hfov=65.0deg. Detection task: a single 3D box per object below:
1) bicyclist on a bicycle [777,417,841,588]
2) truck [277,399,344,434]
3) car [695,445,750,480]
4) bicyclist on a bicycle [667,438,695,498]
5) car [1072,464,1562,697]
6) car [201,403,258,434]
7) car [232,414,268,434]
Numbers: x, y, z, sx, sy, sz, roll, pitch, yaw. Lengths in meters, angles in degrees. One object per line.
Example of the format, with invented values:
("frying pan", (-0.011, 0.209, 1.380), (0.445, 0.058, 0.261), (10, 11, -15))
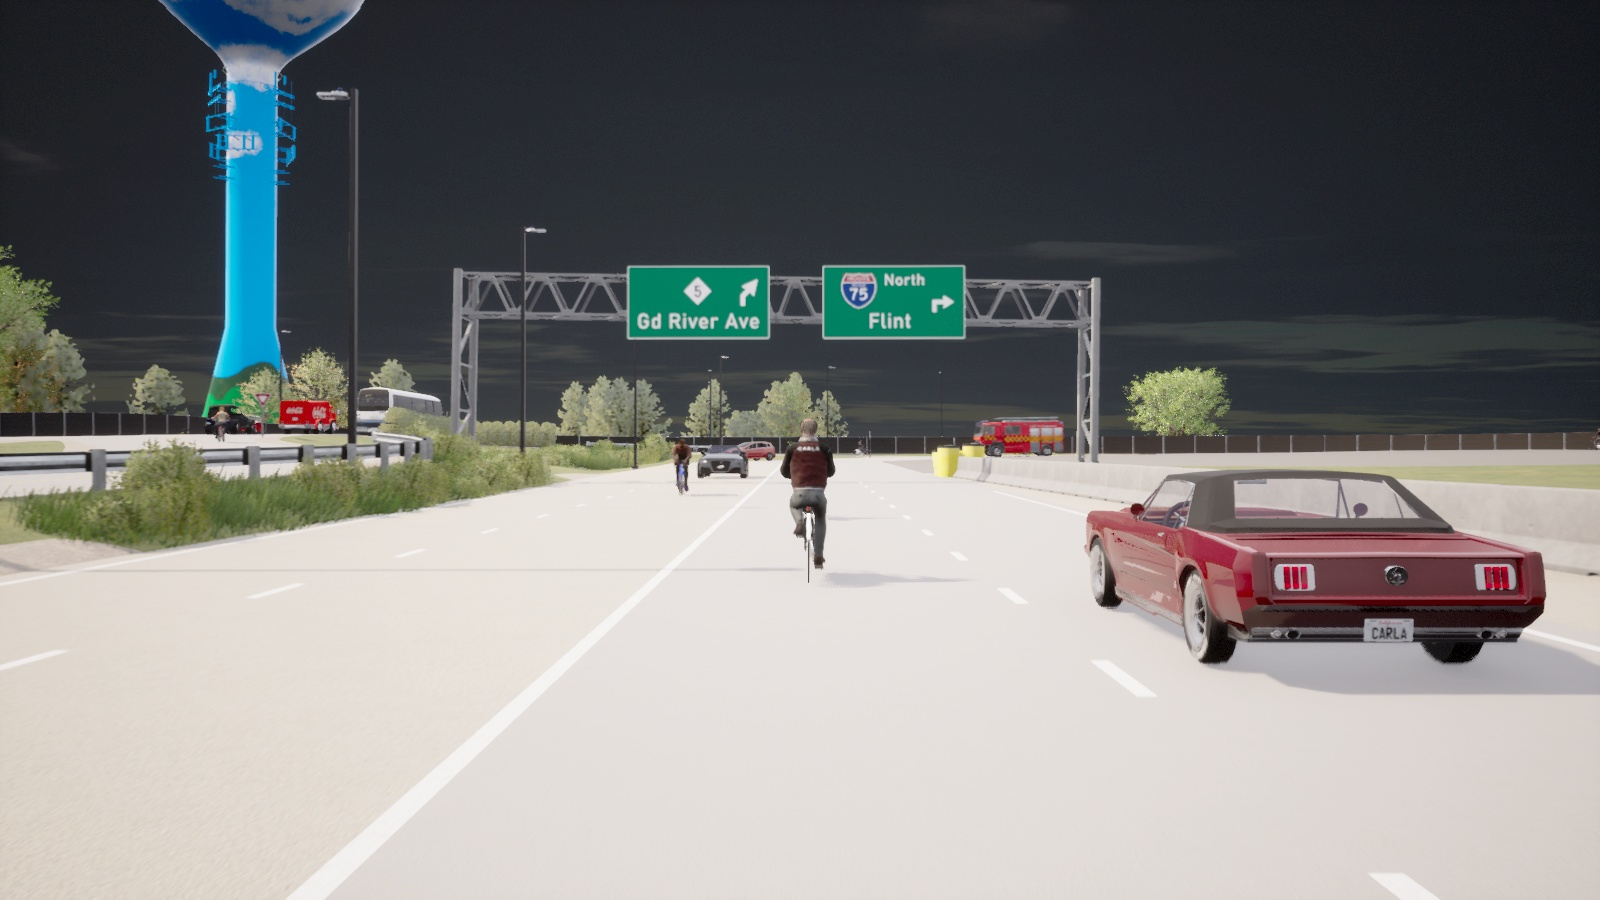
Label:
("bicyclist on a bicycle", (0.096, 0.539, 13.965), (0.659, 1.776, 1.843), (0, 1, 0))
("truck", (-35.922, -2.441, 92.306), (2.627, 2.467, 5.204), (0, 1, 4))
("car", (-3.181, 0.480, 52.333), (1.994, 1.385, 4.181), (0, 0, 0))
("bicyclist on a bicycle", (-3.284, 0.486, 34.733), (0.582, 1.620, 1.656), (0, 1, 0))
("car", (3.572, 0.796, 9.791), (1.895, 1.301, 4.718), (0, 0, 0))
("car", (-36.145, -1.966, 79.598), (1.905, 1.878, 3.866), (-1, 0, -1))
("car", (-39.559, -1.868, 90.330), (1.481, 1.376, 2.207), (0, 1, 4))
